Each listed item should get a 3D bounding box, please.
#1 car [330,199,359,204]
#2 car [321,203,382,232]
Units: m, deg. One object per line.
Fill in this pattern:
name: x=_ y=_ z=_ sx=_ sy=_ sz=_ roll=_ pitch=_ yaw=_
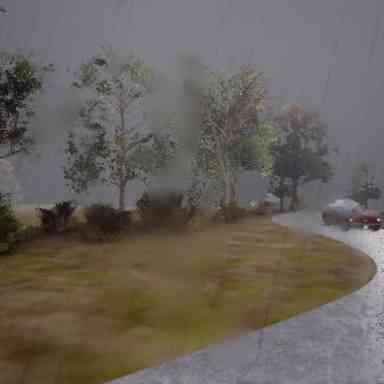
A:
car: x=15.732 y=1.491 z=34.953 sx=4.674 sy=1.442 sz=1.812 roll=0 pitch=0 yaw=-30
car: x=9.449 y=1.581 z=20.022 sx=1.895 sy=1.301 sz=4.718 roll=0 pitch=0 yaw=4
